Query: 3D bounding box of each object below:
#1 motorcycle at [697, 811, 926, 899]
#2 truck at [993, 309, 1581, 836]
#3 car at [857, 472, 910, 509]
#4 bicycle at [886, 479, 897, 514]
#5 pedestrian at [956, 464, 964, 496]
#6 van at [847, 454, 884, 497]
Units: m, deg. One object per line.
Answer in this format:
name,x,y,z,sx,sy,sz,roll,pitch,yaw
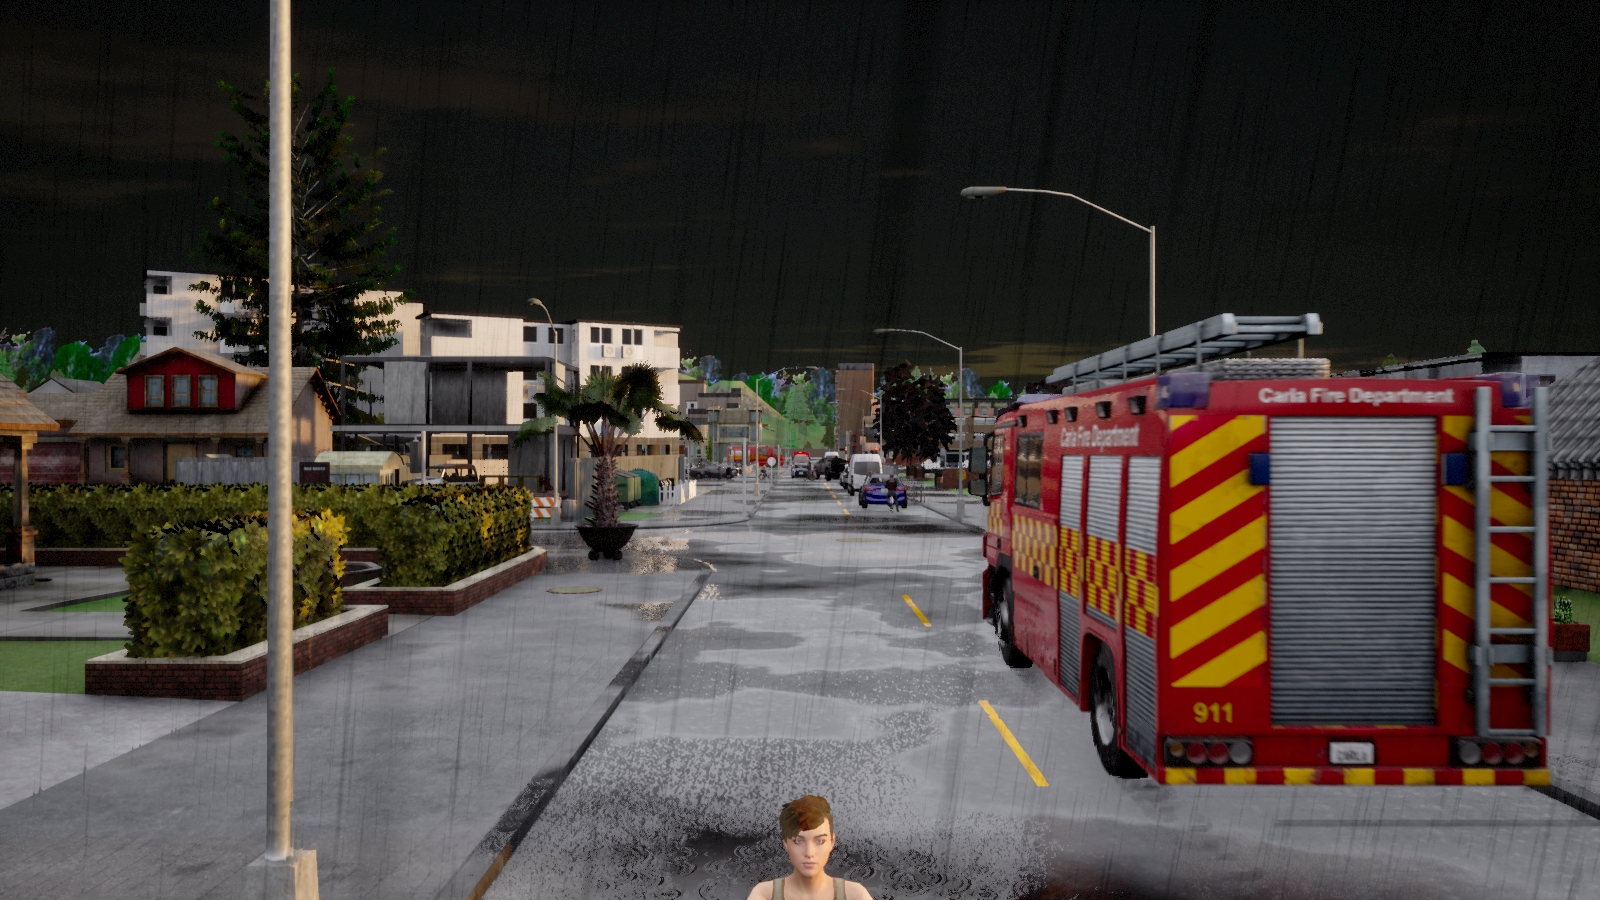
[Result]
motorcycle,0.039,2.155,3.558,0.764,1.307,2.356,0,0,0
truck,4.257,0.890,12.547,2.891,3.827,8.468,0,0,0
car,4.046,1.967,56.171,2.242,1.667,4.611,0,0,0
bicycle,4.077,2.060,50.936,0.329,1.471,1.835,0,0,0
pedestrian,9.282,1.744,66.298,0.375,1.860,0.375,0,0,-1
van,4.045,1.534,71.355,1.988,2.561,5.915,0,0,0
